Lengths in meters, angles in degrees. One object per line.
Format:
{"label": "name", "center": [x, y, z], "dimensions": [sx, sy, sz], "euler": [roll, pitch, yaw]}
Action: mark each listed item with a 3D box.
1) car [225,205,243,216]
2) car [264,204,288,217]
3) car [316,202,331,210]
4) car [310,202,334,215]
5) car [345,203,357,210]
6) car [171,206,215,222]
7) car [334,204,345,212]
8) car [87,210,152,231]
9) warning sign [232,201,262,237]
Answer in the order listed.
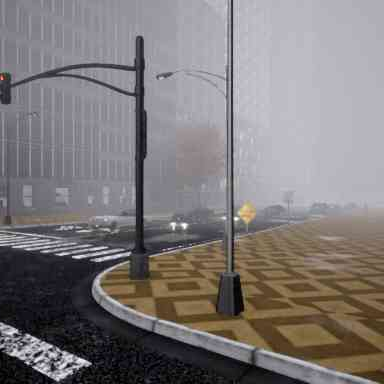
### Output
{"label": "car", "center": [5.640, 2.240, 40.029], "dimensions": [1.994, 1.385, 4.181], "euler": [0, -1, 33]}
{"label": "car", "center": [10.298, 2.264, 40.927], "dimensions": [1.812, 1.442, 4.674], "euler": [0, -1, 33]}
{"label": "car", "center": [25.637, 2.765, 64.827], "dimensions": [1.812, 1.442, 4.674], "euler": [0, -1, 33]}
{"label": "car", "center": [18.295, 2.268, 47.375], "dimensions": [2.097, 1.767, 4.553], "euler": [0, -1, 33]}
{"label": "car", "center": [31.350, 2.837, 65.789], "dimensions": [1.812, 1.442, 4.674], "euler": [0, -1, 33]}
{"label": "car", "center": [0.272, 2.046, 31.686], "dimensions": [2.033, 1.411, 5.357], "euler": [0, -1, 33]}
{"label": "car", "center": [23.749, 2.641, 55.874], "dimensions": [2.033, 1.411, 5.357], "euler": [0, -1, 33]}
{"label": "car", "center": [-4.993, 1.925, 23.491], "dimensions": [1.895, 1.301, 4.718], "euler": [0, -1, 33]}
{"label": "warning sign", "center": [3.092, 1.454, 18.559], "dimensions": [1.300, 1.860, 1.060], "euler": [1, 1, 33]}
